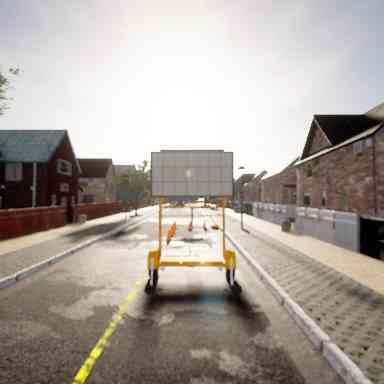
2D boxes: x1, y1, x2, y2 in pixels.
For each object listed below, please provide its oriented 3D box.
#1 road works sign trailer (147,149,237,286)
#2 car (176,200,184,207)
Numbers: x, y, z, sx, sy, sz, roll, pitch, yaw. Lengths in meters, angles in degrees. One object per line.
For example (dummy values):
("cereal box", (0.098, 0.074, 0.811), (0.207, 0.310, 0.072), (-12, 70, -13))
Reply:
("road works sign trailer", (0.005, 0.558, 9.667), (2.380, 3.560, 2.880), (0, -1, 1))
("car", (-2.698, 2.610, 75.717), (1.837, 1.490, 4.892), (0, -1, 0))
